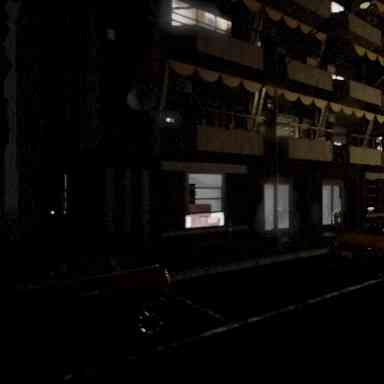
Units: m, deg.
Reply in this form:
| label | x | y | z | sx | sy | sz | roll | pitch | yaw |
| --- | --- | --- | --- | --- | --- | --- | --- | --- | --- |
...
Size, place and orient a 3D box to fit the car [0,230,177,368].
| label | x | y | z | sx | sy | sz | roll | pitch | yaw |
| --- | --- | --- | --- | --- | --- | --- | --- | --- | --- |
| car | -2.330 | 1.440 | 4.905 | 4.097 | 1.590 | 1.967 | 0 | 0 | -35 |

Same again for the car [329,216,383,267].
| label | x | y | z | sx | sy | sz | roll | pitch | yaw |
| --- | --- | --- | --- | --- | --- | --- | --- | --- | --- |
| car | 6.532 | 1.529 | 11.224 | 4.829 | 1.417 | 1.752 | 0 | 0 | -35 |
